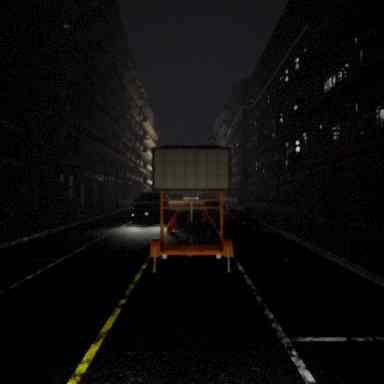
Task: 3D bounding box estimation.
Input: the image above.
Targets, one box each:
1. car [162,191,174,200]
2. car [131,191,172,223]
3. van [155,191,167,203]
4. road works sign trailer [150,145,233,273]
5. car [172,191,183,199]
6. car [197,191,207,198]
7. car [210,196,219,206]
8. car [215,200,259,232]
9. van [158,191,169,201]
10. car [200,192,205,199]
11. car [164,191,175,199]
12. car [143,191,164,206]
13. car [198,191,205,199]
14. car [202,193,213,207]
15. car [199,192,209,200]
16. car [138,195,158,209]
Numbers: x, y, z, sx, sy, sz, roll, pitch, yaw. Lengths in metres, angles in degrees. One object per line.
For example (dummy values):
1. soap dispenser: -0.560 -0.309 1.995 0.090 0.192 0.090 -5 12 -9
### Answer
1. car: -5.302 0.688 74.011 2.192 1.841 5.009 1 0 0
2. car: -2.852 0.989 23.660 2.150 2.045 5.566 0 1 0
3. van: -5.299 0.828 57.419 1.690 1.788 3.998 2 0 0
4. road works sign trailer: -0.011 0.358 10.308 2.380 3.560 2.880 0 1 0
5. car: -2.792 0.916 64.140 1.882 1.535 5.008 0 0 1
6. car: 2.541 0.617 85.014 2.192 1.841 5.009 1 0 0
7. car: 2.581 1.286 24.349 1.752 1.417 4.829 1 1 0
8. car: 2.582 1.359 18.648 1.887 1.381 4.507 1 1 0
9. van: -5.301 0.789 62.951 1.690 1.788 3.998 1 0 0
10. car: 2.577 1.125 46.301 2.008 1.369 4.403 1 0 0
11. car: -5.303 0.652 79.541 2.192 1.841 5.009 1 0 0
12. car: -5.297 0.889 46.360 2.192 1.841 5.009 2 0 0
13. car: 2.575 0.992 62.892 1.887 1.381 4.507 1 0 0
14. car: 2.578 1.165 40.769 1.887 1.381 4.507 1 0 0
15. car: 2.582 0.813 73.953 1.967 1.590 4.097 1 0 0
16. car: -5.302 1.147 40.661 1.752 1.417 4.829 2 0 0
